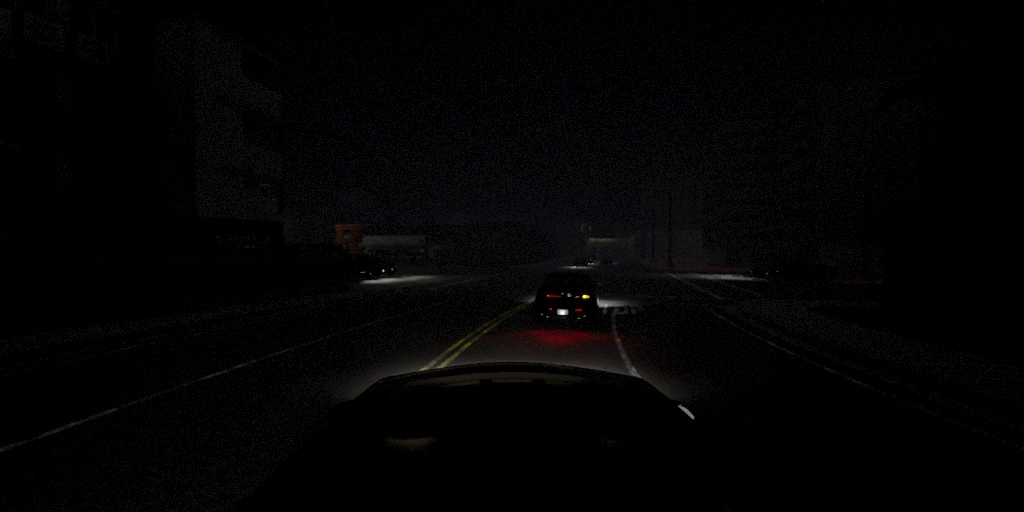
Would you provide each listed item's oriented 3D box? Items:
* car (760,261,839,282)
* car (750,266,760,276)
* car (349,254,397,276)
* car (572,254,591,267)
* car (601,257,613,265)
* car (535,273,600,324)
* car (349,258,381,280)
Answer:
[{"bbox_3d":[24.304,1.312,30.152,4.902,1.511,2.128,1,1,15],"label":"car"},{"bbox_3d":[25.195,1.249,33.536,4.902,1.511,2.128,1,1,15],"label":"car"},{"bbox_3d":[-13.561,0.857,33.560,5.566,2.045,2.150,0,1,18],"label":"car"},{"bbox_3d":[10.214,0.811,53.697,2.033,1.411,5.357,0,1,17],"label":"car"},{"bbox_3d":[15.674,0.764,59.122,1.895,1.301,4.718,0,1,17],"label":"car"},{"bbox_3d":[1.984,1.304,12.358,1.837,1.490,4.892,0,0,14],"label":"car"},{"bbox_3d":[-13.829,1.206,29.983,4.892,1.490,1.837,0,1,18],"label":"car"}]
